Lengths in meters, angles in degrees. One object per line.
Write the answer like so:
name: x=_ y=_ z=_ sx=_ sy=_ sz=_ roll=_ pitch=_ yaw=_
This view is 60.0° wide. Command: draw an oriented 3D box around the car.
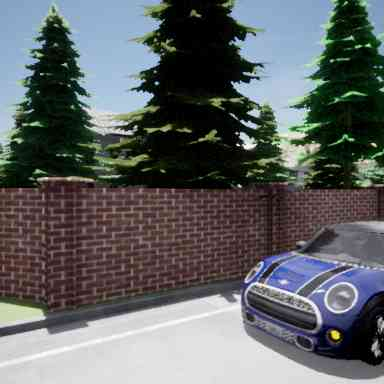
car: x=3.048 y=1.351 z=5.931 sx=4.553 sy=1.767 sz=2.097 roll=0 pitch=0 yaw=-33
